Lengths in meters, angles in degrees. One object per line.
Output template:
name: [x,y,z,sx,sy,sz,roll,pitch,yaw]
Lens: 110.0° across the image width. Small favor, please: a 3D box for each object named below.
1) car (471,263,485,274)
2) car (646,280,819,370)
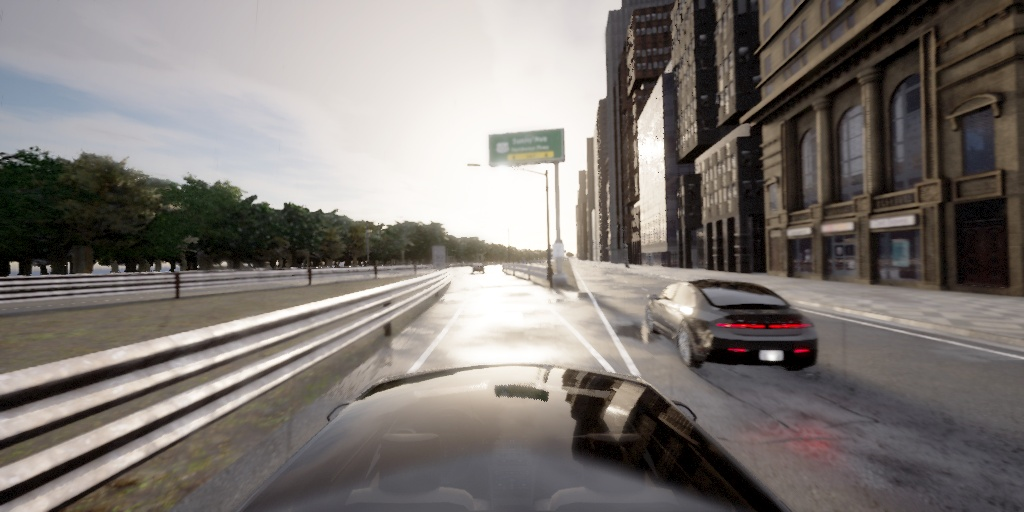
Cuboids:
car: [-5.013,1.839,53.520,1.837,1.490,4.892,-1,0,-6]
car: [4.224,1.250,7.722,1.837,1.490,4.892,-2,-1,9]
